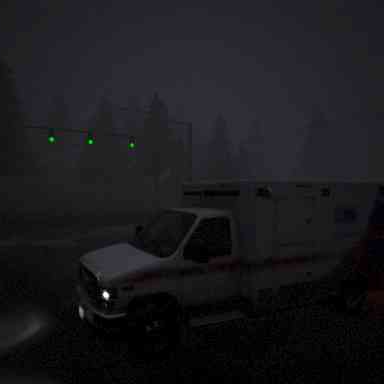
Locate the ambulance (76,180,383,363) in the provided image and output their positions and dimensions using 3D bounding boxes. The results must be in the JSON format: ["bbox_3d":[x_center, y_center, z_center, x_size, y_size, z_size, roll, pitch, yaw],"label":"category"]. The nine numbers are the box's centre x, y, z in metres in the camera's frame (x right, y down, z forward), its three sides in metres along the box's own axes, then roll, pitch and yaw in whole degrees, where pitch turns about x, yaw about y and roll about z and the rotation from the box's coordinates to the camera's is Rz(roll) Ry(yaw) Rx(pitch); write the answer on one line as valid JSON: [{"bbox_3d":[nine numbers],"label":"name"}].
[{"bbox_3d":[1.202,1.031,6.327,6.366,2.431,2.351,0,0,-29],"label":"ambulance"}]
